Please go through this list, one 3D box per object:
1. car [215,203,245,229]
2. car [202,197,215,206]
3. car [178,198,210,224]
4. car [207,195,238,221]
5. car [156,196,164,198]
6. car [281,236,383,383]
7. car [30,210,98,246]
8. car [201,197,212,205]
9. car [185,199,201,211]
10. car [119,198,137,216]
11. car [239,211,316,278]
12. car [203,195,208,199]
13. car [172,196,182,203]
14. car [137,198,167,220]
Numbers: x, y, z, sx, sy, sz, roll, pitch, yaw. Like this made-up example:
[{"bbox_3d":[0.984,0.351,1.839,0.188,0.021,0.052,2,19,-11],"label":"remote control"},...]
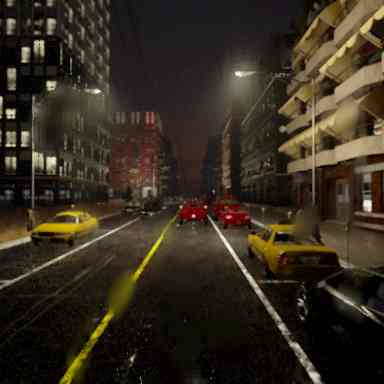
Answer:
[{"bbox_3d":[2.673,1.576,21.088,1.802,1.307,4.206,1,0,0],"label":"car"},{"bbox_3d":[2.683,1.549,55.026,1.947,1.339,4.313,1,0,0],"label":"car"},{"bbox_3d":[0.107,1.471,24.795,1.882,1.535,5.008,0,0,0],"label":"car"},{"bbox_3d":[2.678,1.308,26.744,2.192,1.841,5.009,1,0,0],"label":"car"},{"bbox_3d":[-5.664,1.426,49.409,1.967,1.590,4.097,1,0,0],"label":"car"},{"bbox_3d":[2.708,1.565,4.119,1.947,1.339,4.313,1,0,0],"label":"car"},{"bbox_3d":[-5.675,1.521,15.301,1.752,1.417,4.829,1,0,0],"label":"car"},{"bbox_3d":[2.684,1.563,60.683,1.802,1.307,4.206,1,0,0],"label":"car"},{"bbox_3d":[0.111,1.589,41.531,1.895,1.301,4.718,0,0,0],"label":"car"},{"bbox_3d":[-5.670,1.542,32.440,2.008,1.369,4.403,1,0,0],"label":"car"},{"bbox_3d":[2.715,1.523,9.945,1.752,1.417,4.829,1,0,0],"label":"car"},{"bbox_3d":[2.684,1.301,49.369,2.192,1.841,5.009,1,0,0],"label":"car"},{"bbox_3d":[-2.983,1.565,68.113,1.895,1.301,4.718,0,0,0],"label":"car"},{"bbox_3d":[-3.092,1.497,27.708,1.837,1.490,4.892,0,0,0],"label":"car"}]
